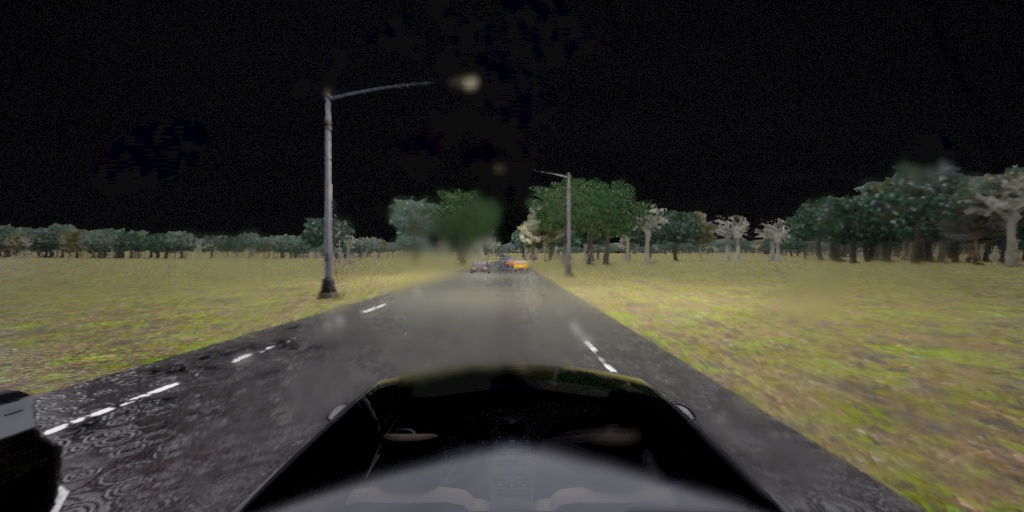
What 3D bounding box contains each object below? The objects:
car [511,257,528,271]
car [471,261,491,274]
[{"bbox_3d":[1.219,1.250,49.744,1.882,1.535,5.008,0,0,0],"label":"car"},{"bbox_3d":[-3.562,1.333,41.951,1.994,1.385,4.181,0,0,0],"label":"car"}]
